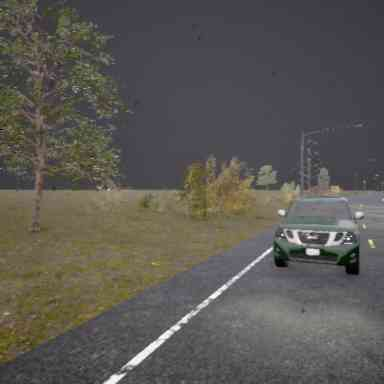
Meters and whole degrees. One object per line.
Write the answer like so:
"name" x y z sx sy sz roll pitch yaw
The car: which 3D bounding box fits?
"car" 4.193 1.139 10.853 2.150 2.045 5.566 0 0 25
